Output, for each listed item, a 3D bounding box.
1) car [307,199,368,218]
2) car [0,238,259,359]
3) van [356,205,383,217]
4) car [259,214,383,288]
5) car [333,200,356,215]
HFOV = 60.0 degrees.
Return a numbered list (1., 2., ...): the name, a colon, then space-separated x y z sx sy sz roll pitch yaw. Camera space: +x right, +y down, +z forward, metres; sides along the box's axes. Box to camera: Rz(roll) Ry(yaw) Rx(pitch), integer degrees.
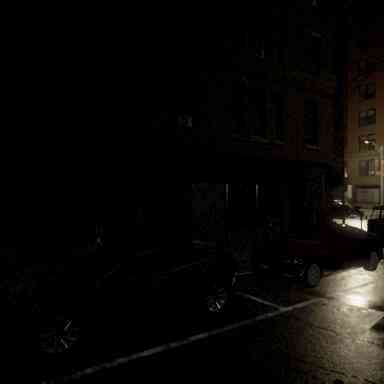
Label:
1. car: 13.521 1.487 31.207 2.128 1.511 4.902 0 0 -36
2. car: -1.070 1.566 5.988 4.313 1.339 1.947 0 0 -35
3. van: 8.174 1.338 12.522 3.998 1.788 1.690 0 0 -35
4. car: 3.551 1.544 9.255 4.507 1.381 1.887 0 0 -35
5. car: 11.681 1.584 28.209 1.895 1.301 4.718 0 0 -36
